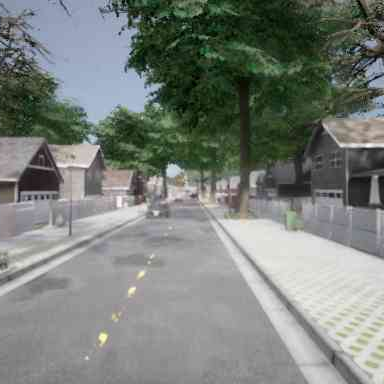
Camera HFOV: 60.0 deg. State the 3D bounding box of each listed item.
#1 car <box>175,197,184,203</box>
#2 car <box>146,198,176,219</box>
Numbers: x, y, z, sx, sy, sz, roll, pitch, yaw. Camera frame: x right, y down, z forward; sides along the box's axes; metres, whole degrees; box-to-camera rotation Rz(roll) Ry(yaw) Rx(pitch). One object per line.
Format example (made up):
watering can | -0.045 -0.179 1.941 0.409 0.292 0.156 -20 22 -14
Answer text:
car | -2.754 1.631 69.471 1.895 1.301 4.718 0 0 0
car | -2.848 1.512 29.052 2.128 1.511 4.902 0 0 0
